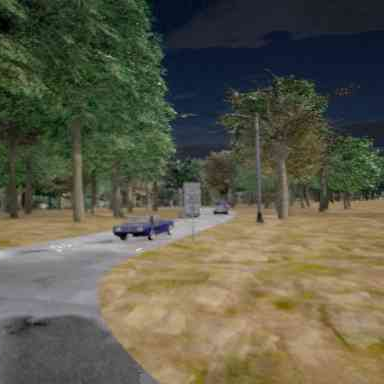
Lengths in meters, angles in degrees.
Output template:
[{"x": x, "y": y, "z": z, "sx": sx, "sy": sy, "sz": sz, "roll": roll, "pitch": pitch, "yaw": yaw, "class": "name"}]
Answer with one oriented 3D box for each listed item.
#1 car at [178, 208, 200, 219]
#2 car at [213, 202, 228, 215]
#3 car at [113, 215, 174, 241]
[{"x": -0.289, "y": 2.522, "z": 40.722, "sx": 2.033, "sy": 1.411, "sz": 5.357, "roll": -2, "pitch": -2, "yaw": 11, "class": "car"}, {"x": 4.163, "y": 2.636, "z": 48.580, "sx": 1.994, "sy": 1.385, "sz": 4.181, "roll": -2, "pitch": -2, "yaw": 7, "class": "car"}, {"x": -2.561, "y": 1.957, "z": 18.877, "sx": 1.895, "sy": 1.301, "sz": 4.718, "roll": -2, "pitch": -2, "yaw": 15, "class": "car"}]
